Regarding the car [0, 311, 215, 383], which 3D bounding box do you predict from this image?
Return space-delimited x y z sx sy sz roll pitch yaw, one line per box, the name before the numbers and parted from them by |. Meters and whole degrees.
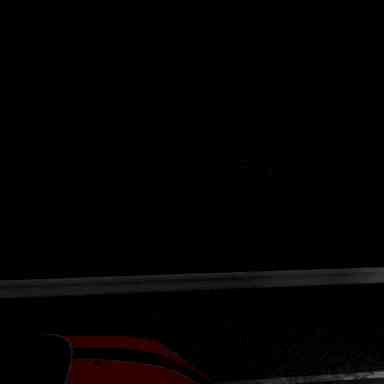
car | -1.856 1.352 1.660 4.553 1.767 2.097 0 0 -6
